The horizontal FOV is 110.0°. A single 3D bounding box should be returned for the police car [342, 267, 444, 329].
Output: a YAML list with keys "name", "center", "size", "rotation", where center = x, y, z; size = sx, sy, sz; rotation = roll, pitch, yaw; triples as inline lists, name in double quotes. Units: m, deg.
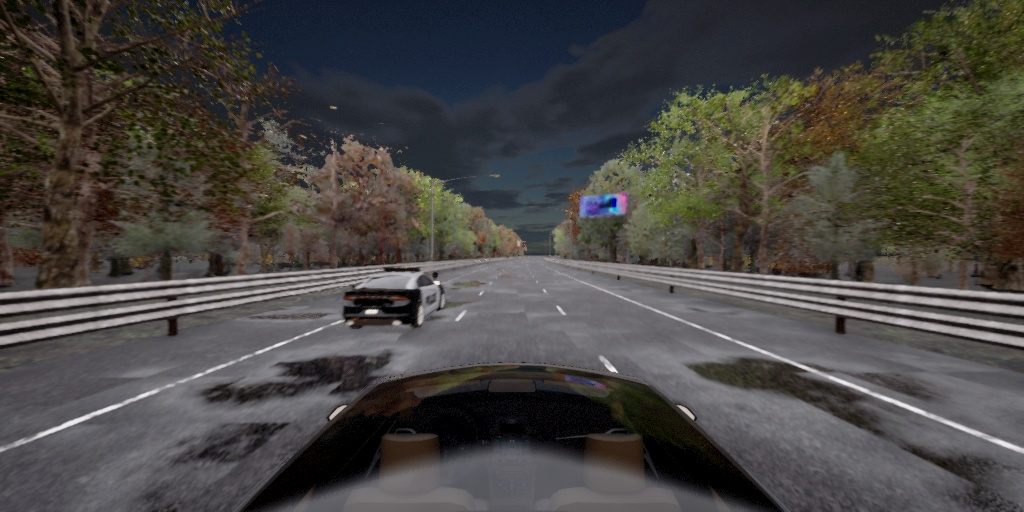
- name: "police car"
  center: [-3.448, 1.179, 11.429]
  size: [1.930, 1.638, 5.238]
  rotation: [0, 0, 0]
